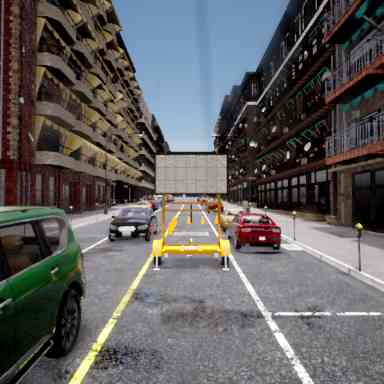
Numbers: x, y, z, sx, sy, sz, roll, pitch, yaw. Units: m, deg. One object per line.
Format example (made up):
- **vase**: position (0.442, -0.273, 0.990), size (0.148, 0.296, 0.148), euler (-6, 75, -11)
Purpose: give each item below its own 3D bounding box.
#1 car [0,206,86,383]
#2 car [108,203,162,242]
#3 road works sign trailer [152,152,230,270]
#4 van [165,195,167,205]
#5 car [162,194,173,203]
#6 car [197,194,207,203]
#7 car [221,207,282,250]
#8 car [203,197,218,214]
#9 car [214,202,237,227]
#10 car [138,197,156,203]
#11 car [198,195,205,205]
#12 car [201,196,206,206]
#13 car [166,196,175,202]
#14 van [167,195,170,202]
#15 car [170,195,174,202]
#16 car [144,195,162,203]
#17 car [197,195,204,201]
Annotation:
- **car**: position (-2.749, 1.224, 3.110), size (2.150, 2.045, 5.566), euler (0, 0, 0)
- **car**: position (-2.790, 1.512, 16.513), size (2.128, 1.511, 4.902), euler (0, 0, 0)
- **road works sign trailer**: position (-0.022, 0.475, 10.998), size (2.380, 3.560, 2.880), euler (0, 0, 0)
- **van**: position (-5.400, 1.454, 53.097), size (1.690, 1.788, 3.998), euler (2, 0, 0)
- **car**: position (-5.447, 1.518, 75.219), size (2.192, 1.841, 5.009), euler (1, 0, 0)
- **car**: position (2.387, 1.543, 80.707), size (2.192, 1.841, 5.009), euler (1, 0, 0)
- **car**: position (2.556, 1.561, 14.337), size (1.887, 1.381, 4.507), euler (1, 0, 0)
- **car**: position (2.509, 1.609, 36.460), size (1.887, 1.381, 4.507), euler (1, 0, 0)
- **car**: position (2.545, 1.551, 20.039), size (1.752, 1.417, 4.829), euler (1, 0, 0)
- **car**: position (-5.370, 1.589, 36.336), size (1.752, 1.417, 4.829), euler (2, 0, 0)
- **car**: position (2.463, 1.678, 58.583), size (1.887, 1.381, 4.507), euler (1, 0, 0)
- **car**: position (2.497, 1.629, 41.991), size (2.008, 1.369, 4.403), euler (1, 0, 0)
- **car**: position (-5.477, 1.822, 86.281), size (1.947, 1.339, 4.313), euler (1, 0, 0)
- **van**: position (-5.413, 1.474, 58.629), size (1.690, 1.788, 3.998), euler (1, 0, 0)
- **car**: position (-5.436, 1.494, 69.690), size (2.192, 1.841, 5.009), euler (1, 0, 0)
- **car**: position (-5.376, 1.394, 42.038), size (2.192, 1.841, 5.009), euler (2, 0, 0)
- **car**: position (2.360, 1.726, 91.770), size (1.967, 1.590, 4.097), euler (1, 0, 0)
